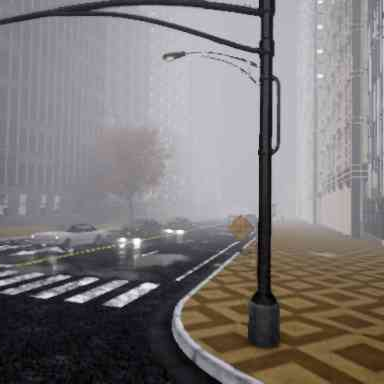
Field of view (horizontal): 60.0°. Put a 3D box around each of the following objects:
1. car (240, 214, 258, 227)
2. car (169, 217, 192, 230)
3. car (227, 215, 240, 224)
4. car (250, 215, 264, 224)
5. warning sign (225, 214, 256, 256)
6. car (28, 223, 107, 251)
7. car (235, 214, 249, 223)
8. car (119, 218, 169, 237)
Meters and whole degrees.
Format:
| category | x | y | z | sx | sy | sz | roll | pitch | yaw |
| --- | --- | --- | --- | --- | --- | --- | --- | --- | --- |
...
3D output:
| category | x | y | z | sx | sy | sz | roll | pitch | yaw |
| --- | --- | --- | --- | --- | --- | --- | --- | --- | --- |
| car | 8.605 | 4.045 | 48.217 | 2.097 | 1.767 | 4.553 | 0 | -3 | 16 |
| car | -1.385 | 3.488 | 37.539 | 1.994 | 1.385 | 4.181 | 0 | -3 | 16 |
| car | 6.866 | 4.435 | 53.973 | 2.128 | 1.511 | 4.902 | 0 | -3 | 16 |
| car | 11.361 | 4.792 | 57.910 | 2.033 | 1.411 | 5.357 | 0 | -3 | 16 |
| warning sign | 2.396 | 2.049 | 16.285 | 1.300 | 1.860 | 1.060 | 2 | -2 | 16 |
| car | -6.776 | 2.444 | 18.657 | 1.895 | 1.301 | 4.718 | 0 | -3 | 16 |
| car | 9.587 | 5.014 | 63.555 | 1.812 | 1.442 | 4.674 | 0 | -3 | 17 |
| car | -4.108 | 2.927 | 28.014 | 2.033 | 1.411 | 5.357 | 0 | -3 | 16 |
